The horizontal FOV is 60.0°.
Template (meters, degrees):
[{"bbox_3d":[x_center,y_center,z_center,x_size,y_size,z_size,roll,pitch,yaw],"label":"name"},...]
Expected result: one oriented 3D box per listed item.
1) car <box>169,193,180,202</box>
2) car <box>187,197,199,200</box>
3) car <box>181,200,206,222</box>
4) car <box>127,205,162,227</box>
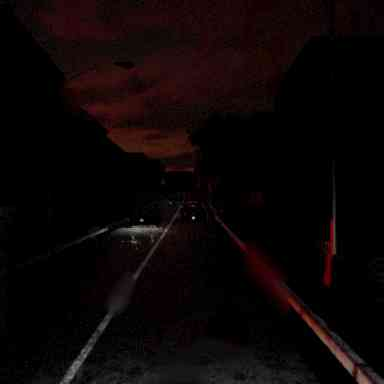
[{"bbox_3d":[-3.366,0.969,65.553,2.097,1.767,4.553,0,1,0],"label":"car"},{"bbox_3d":[0.102,1.393,42.795,1.837,1.490,4.892,0,1,0],"label":"car"},{"bbox_3d":[0.108,1.601,26.650,1.895,1.301,4.718,0,0,0],"label":"car"},{"bbox_3d":[-3.157,1.572,22.871,1.994,1.385,4.181,0,0,0],"label":"car"}]
